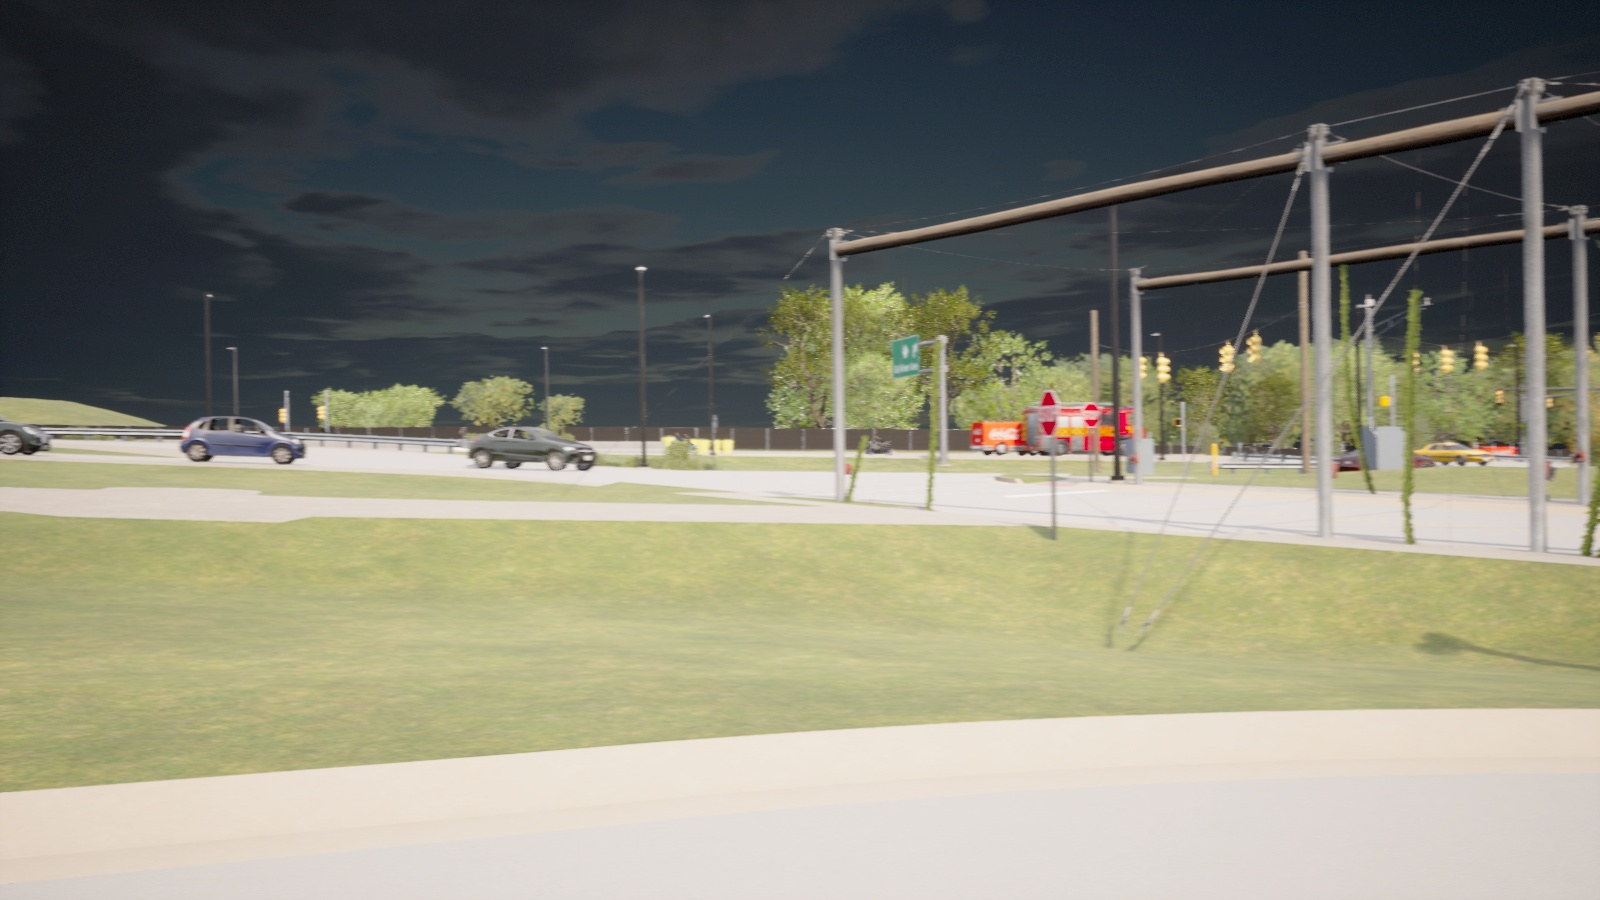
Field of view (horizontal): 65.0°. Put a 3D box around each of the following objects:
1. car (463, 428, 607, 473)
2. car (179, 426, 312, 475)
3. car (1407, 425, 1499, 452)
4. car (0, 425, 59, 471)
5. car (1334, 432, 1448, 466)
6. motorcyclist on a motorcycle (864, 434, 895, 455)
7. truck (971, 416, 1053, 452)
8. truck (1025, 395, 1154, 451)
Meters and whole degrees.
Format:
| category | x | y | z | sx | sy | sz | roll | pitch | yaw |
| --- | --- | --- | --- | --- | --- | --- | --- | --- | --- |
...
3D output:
| category | x | y | z | sx | sy | sz | roll | pitch | yaw |
| --- | --- | --- | --- | --- | --- | --- | --- | --- | --- |
| car | -10.106 | 0.012 | 47.885 | 5.027 | 1.651 | 2.152 | 0 | 0 | 23 |
| car | -19.219 | 0.024 | 43.693 | 3.988 | 1.617 | 1.851 | 1 | -1 | -16 |
| car | 40.320 | -0.688 | 77.730 | 1.801 | 1.575 | 5.366 | -1 | 0 | -16 |
| car | -27.043 | -0.086 | 41.621 | 3.806 | 1.475 | 1.970 | 2 | -1 | -14 |
| car | 25.565 | -0.041 | 54.364 | 4.181 | 1.385 | 1.994 | -1 | 0 | -16 |
| motorcyclist on a motorcycle | 6.099 | -0.426 | 95.933 | 2.191 | 1.530 | 0.866 | -1 | 0 | -15 |
| truck | 15.403 | -1.139 | 91.203 | 5.204 | 2.467 | 2.627 | -1 | 0 | -15 |
| truck | 20.461 | -1.917 | 88.951 | 8.468 | 3.827 | 2.891 | -1 | 0 | -15 |
